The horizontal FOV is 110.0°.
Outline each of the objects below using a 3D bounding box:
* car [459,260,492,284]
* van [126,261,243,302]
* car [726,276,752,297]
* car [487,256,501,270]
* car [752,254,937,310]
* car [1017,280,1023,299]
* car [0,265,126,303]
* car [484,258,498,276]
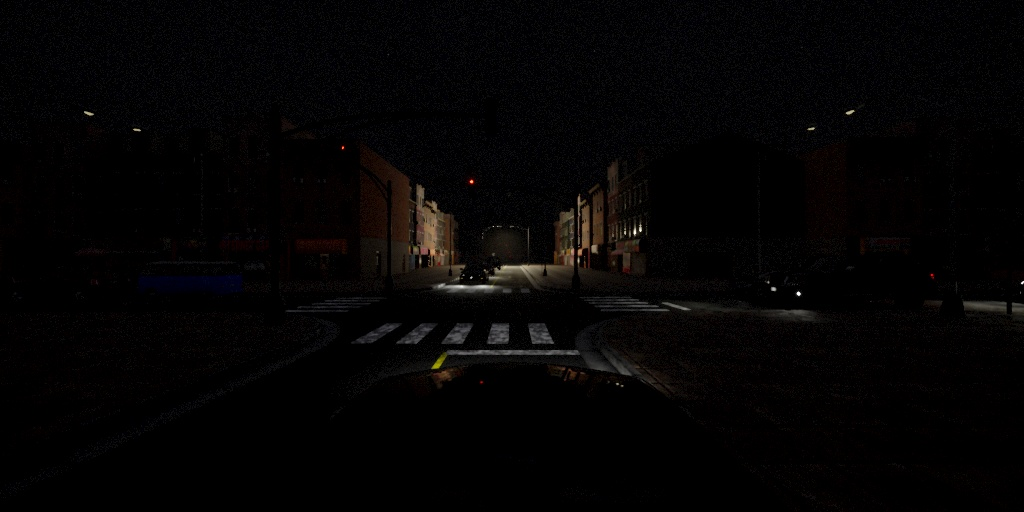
[{"bbox_3d":[-2.819,1.270,27.464,1.837,1.490,4.892,0,0,1],"label":"car"},{"bbox_3d":[-14.714,1.124,16.464,3.998,1.789,1.690,0,0,0],"label":"van"},{"bbox_3d":[12.289,1.267,16.538,4.403,1.370,2.007,0,0,0],"label":"car"},{"bbox_3d":[-2.730,1.008,52.067,2.150,2.045,5.566,0,0,0],"label":"car"},{"bbox_3d":[12.975,0.935,14.003,5.566,2.045,2.150,0,0,0],"label":"car"},{"bbox_3d":[23.113,1.047,14.028,4.553,1.767,2.097,0,0,0],"label":"car"},{"bbox_3d":[-20.189,1.239,16.449,4.097,1.591,1.967,0,0,0],"label":"car"},{"bbox_3d":[-2.773,1.250,37.422,1.882,1.535,5.008,0,0,0],"label":"car"}]
